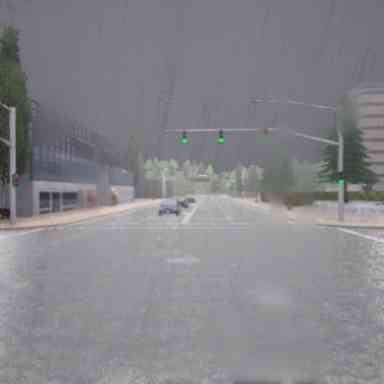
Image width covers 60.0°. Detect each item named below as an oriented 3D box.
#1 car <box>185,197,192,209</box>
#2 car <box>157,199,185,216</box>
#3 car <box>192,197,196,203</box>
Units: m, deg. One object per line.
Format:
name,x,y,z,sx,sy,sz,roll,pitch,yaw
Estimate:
car,-1.434,1.552,43.832,1.895,1.301,4.718,0,0,3
car,-2.048,1.498,32.017,1.812,1.442,4.674,0,0,3
car,-0.305,1.520,64.280,1.895,1.301,4.718,0,0,3
